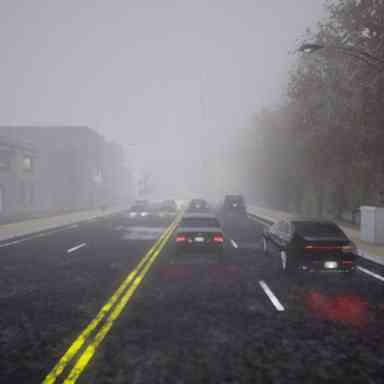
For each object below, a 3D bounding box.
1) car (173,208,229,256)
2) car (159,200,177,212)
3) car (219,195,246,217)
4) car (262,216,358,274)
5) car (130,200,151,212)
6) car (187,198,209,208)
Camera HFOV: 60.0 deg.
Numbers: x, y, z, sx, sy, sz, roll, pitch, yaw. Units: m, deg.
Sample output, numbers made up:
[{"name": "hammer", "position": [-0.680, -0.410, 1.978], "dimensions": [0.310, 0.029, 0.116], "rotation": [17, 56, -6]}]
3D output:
[{"name": "car", "position": [0.289, 1.569, 13.157], "dimensions": [2.033, 1.411, 5.357], "rotation": [0, 0, 1]}, {"name": "car", "position": [-2.715, 1.600, 39.089], "dimensions": [2.033, 1.411, 5.357], "rotation": [0, 0, 1]}, {"name": "car", "position": [3.863, 1.284, 32.066], "dimensions": [2.150, 2.045, 5.566], "rotation": [0, 0, 1]}, {"name": "car", "position": [3.486, 1.535, 10.632], "dimensions": [1.837, 1.490, 4.892], "rotation": [0, 0, 1]}, {"name": "car", "position": [-5.965, 1.590, 39.144], "dimensions": [2.033, 1.411, 5.357], "rotation": [0, 0, 1]}, {"name": "car", "position": [0.621, 1.405, 32.716], "dimensions": [2.097, 1.767, 4.553], "rotation": [0, 0, 1]}]
